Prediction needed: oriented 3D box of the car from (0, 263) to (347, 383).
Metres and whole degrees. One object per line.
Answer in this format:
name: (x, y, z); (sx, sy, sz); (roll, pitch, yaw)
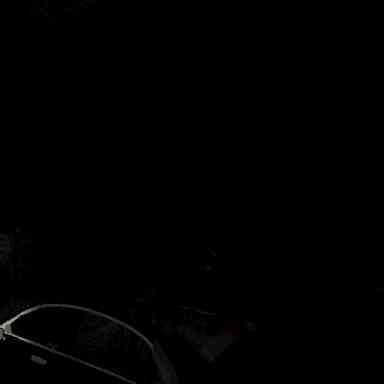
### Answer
car: (-0.782, 1.566, 3.365); (4.403, 1.369, 2.008); (0, 0, 35)
